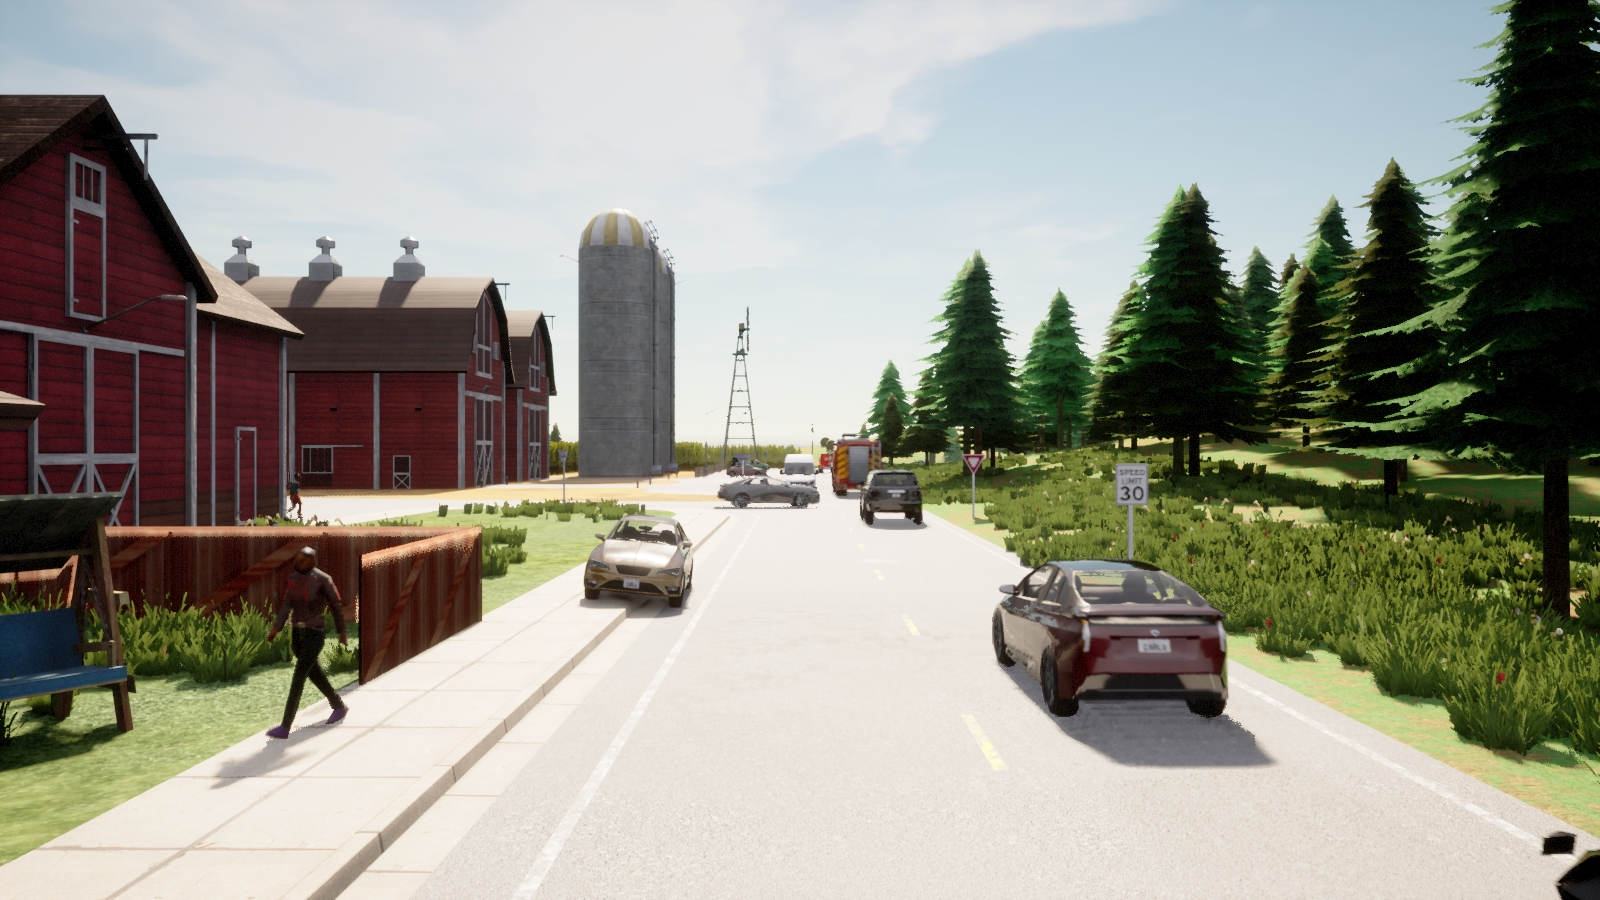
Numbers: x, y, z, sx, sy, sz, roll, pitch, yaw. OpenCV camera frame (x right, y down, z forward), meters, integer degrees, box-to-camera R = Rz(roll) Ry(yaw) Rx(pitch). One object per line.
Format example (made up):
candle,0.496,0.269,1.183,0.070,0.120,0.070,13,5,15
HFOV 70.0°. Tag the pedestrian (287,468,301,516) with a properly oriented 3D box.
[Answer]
pedestrian,-19.592,1.616,44.246,0.375,1.860,0.375,0,0,-4

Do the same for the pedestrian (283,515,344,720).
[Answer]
pedestrian,-4.584,1.555,10.762,0.375,1.860,0.375,0,0,17

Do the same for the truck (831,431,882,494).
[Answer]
truck,3.559,0.750,73.959,2.891,3.827,8.468,0,0,0

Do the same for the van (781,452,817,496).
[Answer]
van,-0.020,1.395,69.011,1.988,2.561,5.915,0,0,1

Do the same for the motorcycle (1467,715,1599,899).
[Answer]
motorcycle,3.531,1.961,4.200,0.867,1.460,2.209,0,0,0

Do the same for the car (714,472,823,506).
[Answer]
car,-1.511,1.852,54.304,4.902,1.511,2.128,0,0,-10

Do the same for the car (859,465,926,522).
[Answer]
car,3.548,1.640,44.997,2.150,2.045,5.566,0,0,0

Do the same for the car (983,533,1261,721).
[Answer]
car,3.519,1.900,13.464,2.007,1.525,4.514,0,0,0
